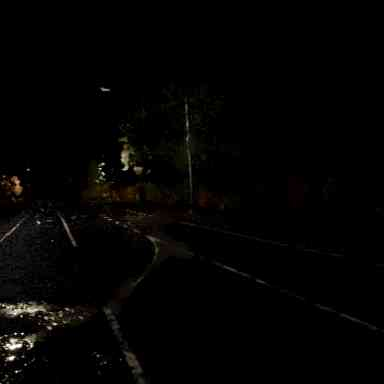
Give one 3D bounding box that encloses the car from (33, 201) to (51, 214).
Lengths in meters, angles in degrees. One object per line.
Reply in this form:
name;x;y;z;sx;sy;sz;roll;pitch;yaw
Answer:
car;-20.090;2.047;44.718;1.837;1.490;4.892;-4;1;-23
